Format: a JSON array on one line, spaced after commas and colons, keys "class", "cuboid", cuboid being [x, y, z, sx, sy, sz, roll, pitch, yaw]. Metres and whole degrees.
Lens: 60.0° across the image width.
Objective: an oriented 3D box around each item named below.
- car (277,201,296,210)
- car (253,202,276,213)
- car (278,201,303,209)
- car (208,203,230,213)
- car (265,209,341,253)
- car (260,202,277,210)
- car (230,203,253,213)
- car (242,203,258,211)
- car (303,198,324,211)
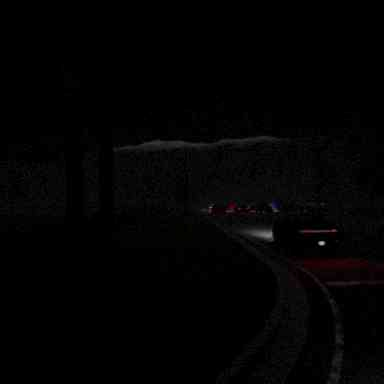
[{"class": "car", "cuboid": [17.756, 2.535, 62.712, 1.882, 1.535, 5.008, -1, -1, -2]}, {"class": "car", "cuboid": [11.169, 2.480, 51.650, 2.033, 1.411, 5.357, -1, -1, -1]}, {"class": "car", "cuboid": [14.690, 2.351, 51.094, 2.128, 1.511, 4.902, -1, -1, -2]}, {"class": "car", "cuboid": [4.150, 2.562, 52.353, 2.128, 1.511, 4.902, -1, -1, -2]}, {"class": "car", "cuboid": [4.895, 1.736, 14.802, 2.128, 1.511, 4.902, -1, -1, 2]}, {"class": "car", "cuboid": [14.265, 2.589, 62.371, 1.882, 1.535, 5.008, -1, -1, -2]}, {"class": "car", "cuboid": [7.664, 2.602, 52.002, 1.895, 1.301, 4.718, -1, -1, -2]}, {"class": "car", "cuboid": [10.779, 2.763, 61.920, 1.895, 1.301, 4.718, -1, -1, -2]}, {"class": "car", "cuboid": [18.192, 2.011, 50.733, 2.150, 2.045, 5.566, -1, -1, -1]}]
